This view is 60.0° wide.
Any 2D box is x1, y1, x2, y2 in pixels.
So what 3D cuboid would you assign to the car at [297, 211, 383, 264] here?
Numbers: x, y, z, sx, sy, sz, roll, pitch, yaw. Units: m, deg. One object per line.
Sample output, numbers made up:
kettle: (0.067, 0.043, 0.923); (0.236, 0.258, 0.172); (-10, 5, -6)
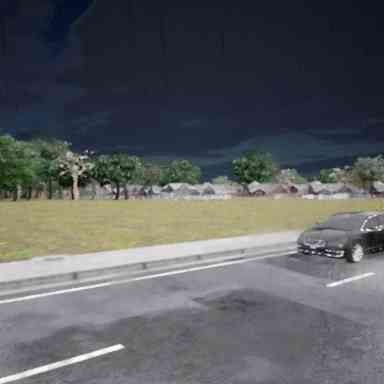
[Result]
car: (5.753, 1.467, 11.782); (4.892, 1.490, 1.837); (0, 0, -36)
